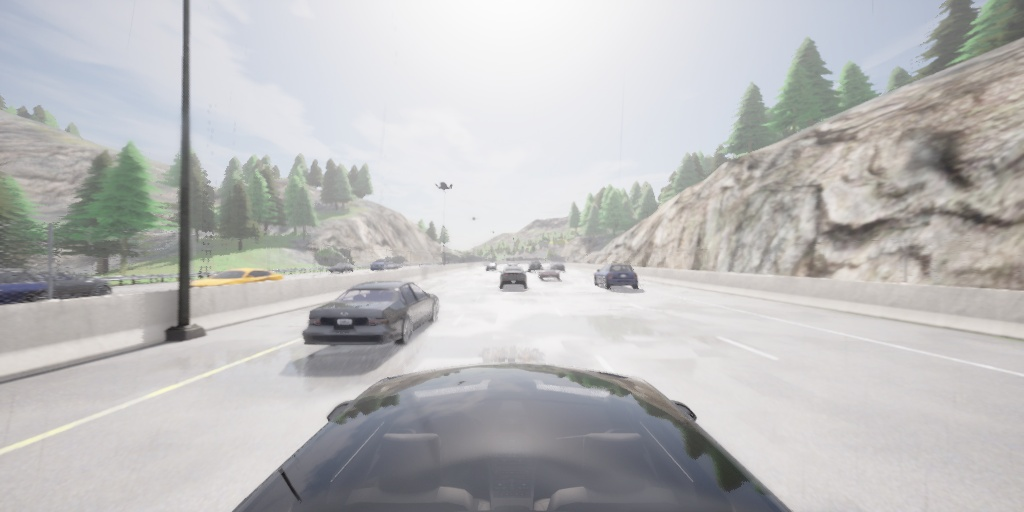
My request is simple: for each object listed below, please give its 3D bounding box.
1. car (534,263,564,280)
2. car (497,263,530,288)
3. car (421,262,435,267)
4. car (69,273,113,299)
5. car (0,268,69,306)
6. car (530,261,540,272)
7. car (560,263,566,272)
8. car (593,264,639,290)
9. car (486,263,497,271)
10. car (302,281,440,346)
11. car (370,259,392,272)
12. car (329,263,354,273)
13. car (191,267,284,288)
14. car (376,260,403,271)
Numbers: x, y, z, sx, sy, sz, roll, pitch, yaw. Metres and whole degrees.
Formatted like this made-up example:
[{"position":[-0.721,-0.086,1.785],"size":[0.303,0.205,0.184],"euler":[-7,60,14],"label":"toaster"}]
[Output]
[{"position":[3.594,1.663,35.590],"size":[1.895,1.301,4.718],"euler":[0,-1,0],"label":"car"},{"position":[0.097,1.476,25.899],"size":[1.837,1.490,4.892],"euler":[0,-1,0],"label":"car"},{"position":[-14.030,1.810,60.162],"size":[1.812,1.442,4.674],"euler":[0,0,1],"label":"car"},{"position":[-21.097,1.446,16.273],"size":[1.994,1.385,4.181],"euler":[0,-1,0],"label":"car"},{"position":[-17.598,1.187,11.036],"size":[2.097,1.767,4.553],"euler":[0,-1,0],"label":"car"},{"position":[3.592,1.593,55.093],"size":[2.097,1.767,4.553],"euler":[0,-1,0],"label":"car"},{"position":[7.091,1.751,55.343],"size":[1.837,1.490,4.892],"euler":[0,0,0],"label":"car"},{"position":[7.096,1.316,24.954],"size":[2.097,1.767,4.553],"euler":[0,-1,0],"label":"car"},{"position":[-3.422,1.836,60.173],"size":[2.033,1.411,5.357],"euler":[0,-1,0],"label":"car"},{"position":[-3.311,1.369,9.579],"size":[2.033,1.411,5.357],"euler":[0,-1,0],"label":"car"},{"position":[-21.031,1.495,58.397],"size":[2.150,2.045,5.566],"euler":[0,0,1],"label":"car"},{"position":[-24.550,1.736,51.917],"size":[1.812,1.442,4.674],"euler":[0,0,1],"label":"car"},{"position":[-14.098,1.383,18.689],"size":[1.882,1.535,5.008],"euler":[0,-1,0],"label":"car"},{"position":[-17.554,1.708,52.651],"size":[2.128,1.511,4.902],"euler":[0,0,1],"label":"car"}]
